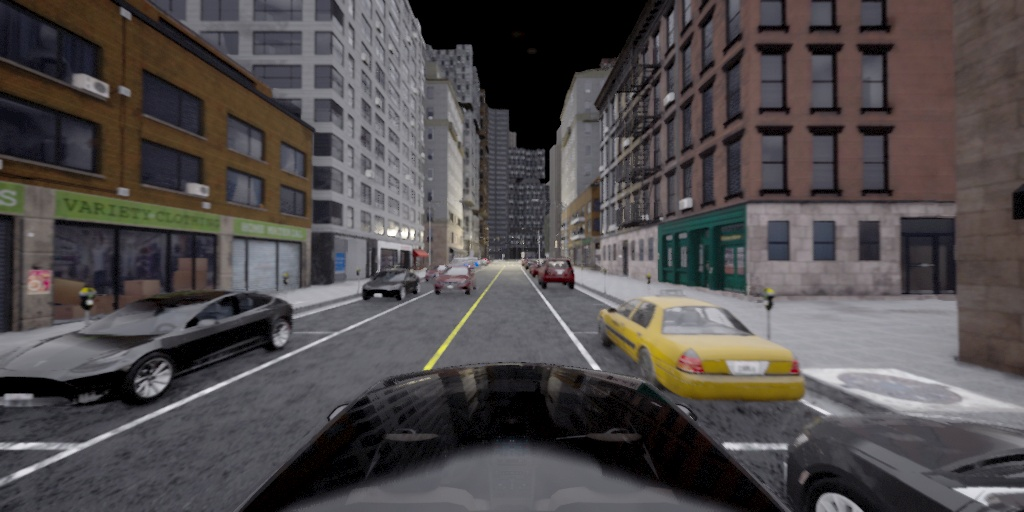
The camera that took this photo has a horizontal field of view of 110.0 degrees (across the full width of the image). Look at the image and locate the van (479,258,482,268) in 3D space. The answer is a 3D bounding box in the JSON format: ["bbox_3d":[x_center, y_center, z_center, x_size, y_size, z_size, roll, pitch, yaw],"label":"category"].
[{"bbox_3d":[-5.745,1.090,51.242,1.690,1.789,3.998,0,0,0],"label":"van"}]

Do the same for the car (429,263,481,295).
[{"bbox_3d":[-3.023,1.278,20.022,1.812,1.442,4.674,0,0,1],"label":"car"}]

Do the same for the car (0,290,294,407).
[{"bbox_3d":[-5.762,1.314,6.367,1.948,1.339,4.313,0,0,0],"label":"car"}]

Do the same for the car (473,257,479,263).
[{"bbox_3d":[-5.747,1.190,45.633,1.967,1.591,4.097,0,0,0],"label":"car"}]

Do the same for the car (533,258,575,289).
[{"bbox_3d":[2.770,1.070,23.191,2.192,1.841,5.009,0,0,0],"label":"car"}]

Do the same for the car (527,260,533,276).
[{"bbox_3d":[2.774,1.301,34.409,1.888,1.381,4.507,0,0,0],"label":"car"}]

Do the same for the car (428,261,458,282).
[{"bbox_3d":[-5.754,1.334,28.803,1.802,1.307,4.207,0,0,0],"label":"car"}]

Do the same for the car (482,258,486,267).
[{"bbox_3d":[-5.743,1.297,56.852,2.007,1.370,4.403,0,0,0],"label":"car"}]

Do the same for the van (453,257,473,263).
[{"bbox_3d":[-5.749,1.092,40.023,1.690,1.789,3.998,0,0,0],"label":"van"}]

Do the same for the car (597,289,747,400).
[{"bbox_3d":[2.763,1.278,6.533,1.751,1.417,4.829,0,0,0],"label":"car"}]

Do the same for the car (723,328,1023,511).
[{"bbox_3d":[2.761,1.301,0.753,2.007,1.370,4.403,0,0,0],"label":"car"}]

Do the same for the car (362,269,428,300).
[{"bbox_3d":[-5.758,1.316,17.585,1.948,1.339,4.313,0,0,0],"label":"car"}]

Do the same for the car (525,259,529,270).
[{"bbox_3d":[2.776,1.337,40.019,1.802,1.307,4.207,0,0,0],"label":"car"}]

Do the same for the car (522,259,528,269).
[{"bbox_3d":[2.781,1.318,51.238,1.948,1.339,4.313,0,0,0],"label":"car"}]
